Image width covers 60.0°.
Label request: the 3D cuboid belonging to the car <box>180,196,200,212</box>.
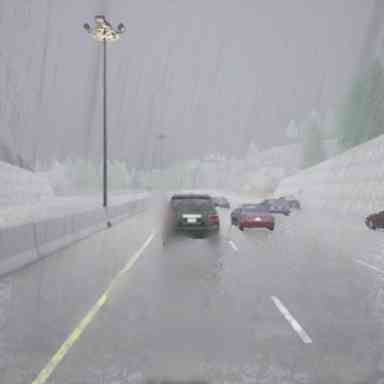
[{"bbox_3d":[-0.214,1.171,34.343,1.837,1.490,4.892,0,1,-1],"label":"car"}]

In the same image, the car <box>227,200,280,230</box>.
[{"bbox_3d":[3.423,1.374,19.365,1.994,1.385,4.181,0,1,-1],"label":"car"}]

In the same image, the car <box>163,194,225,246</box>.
[{"bbox_3d":[-0.032,1.079,14.517,2.150,2.045,5.566,0,1,-1],"label":"car"}]

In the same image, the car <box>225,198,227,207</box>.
[{"bbox_3d":[3.244,1.184,39.034,1.994,1.385,4.181,0,1,-1],"label":"car"}]

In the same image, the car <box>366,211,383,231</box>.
[{"bbox_3d":[10.453,1.364,16.284,1.812,1.442,4.674,0,1,-1],"label":"car"}]

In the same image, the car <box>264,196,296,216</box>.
[{"bbox_3d":[6.842,1.269,28.396,2.033,1.411,5.357,0,1,-1],"label":"car"}]

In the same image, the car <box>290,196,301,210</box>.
[{"bbox_3d":[10.259,1.174,35.904,1.812,1.442,4.674,0,1,-1],"label":"car"}]
